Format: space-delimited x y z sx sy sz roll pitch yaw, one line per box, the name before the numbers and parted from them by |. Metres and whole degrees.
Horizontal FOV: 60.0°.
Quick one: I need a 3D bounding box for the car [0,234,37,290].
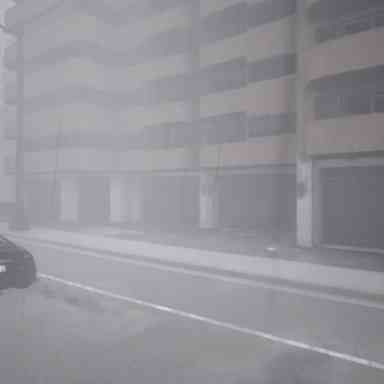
car | -5.588 1.522 7.933 4.181 1.385 1.994 1 0 35
